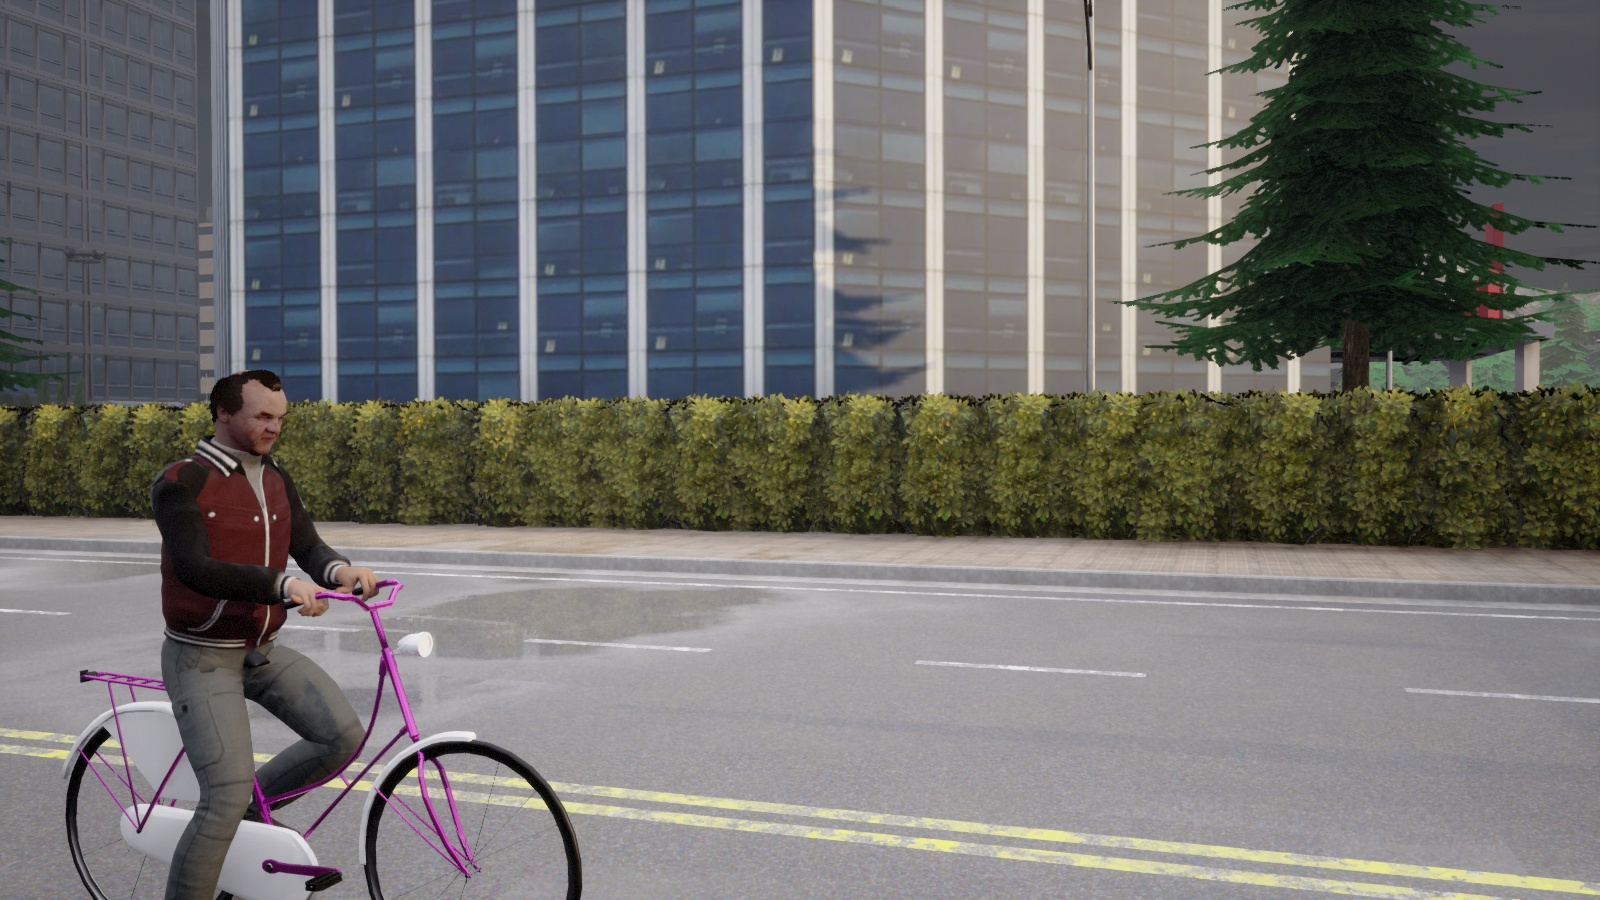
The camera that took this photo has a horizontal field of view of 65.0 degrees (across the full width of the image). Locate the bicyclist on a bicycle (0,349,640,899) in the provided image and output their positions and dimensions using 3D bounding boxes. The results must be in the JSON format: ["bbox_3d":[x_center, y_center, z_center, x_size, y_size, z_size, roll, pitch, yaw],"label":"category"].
[{"bbox_3d":[-1.451,0.633,3.680,1.843,1.776,0.659,0,1,19],"label":"bicyclist on a bicycle"}]
